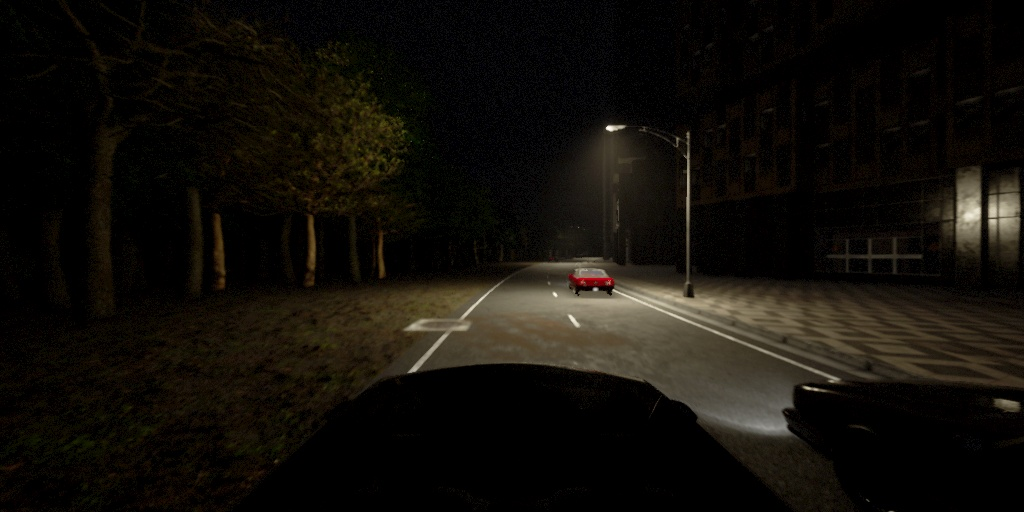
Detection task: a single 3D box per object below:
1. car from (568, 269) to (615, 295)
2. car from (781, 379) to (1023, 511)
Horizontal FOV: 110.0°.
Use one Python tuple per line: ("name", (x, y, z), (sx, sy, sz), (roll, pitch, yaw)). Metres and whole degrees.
("car", (4.147, 1.329, 19.503), (1.895, 1.301, 4.718), (0, 0, 3))
("car", (3.615, 1.305, 1.083), (2.033, 1.411, 5.357), (0, 0, 0))
